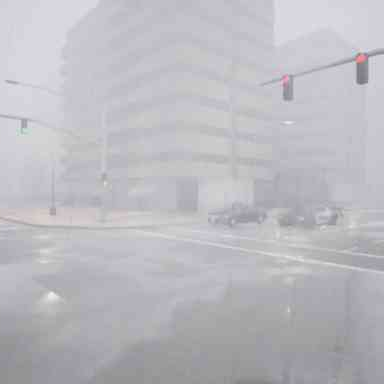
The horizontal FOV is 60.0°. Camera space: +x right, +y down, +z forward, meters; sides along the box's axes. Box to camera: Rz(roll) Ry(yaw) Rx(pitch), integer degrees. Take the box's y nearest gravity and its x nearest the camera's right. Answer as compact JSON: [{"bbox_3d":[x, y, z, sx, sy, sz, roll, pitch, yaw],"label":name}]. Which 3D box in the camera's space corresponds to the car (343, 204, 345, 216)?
[{"bbox_3d":[12.522,1.505,30.877,4.892,1.490,1.837,-1,1,-42],"label":"car"}]

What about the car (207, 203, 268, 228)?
[{"bbox_3d":[3.114,1.492,22.271,4.902,1.511,2.128,0,0,-42],"label":"car"}]

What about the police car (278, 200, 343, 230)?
[{"bbox_3d":[7.442,1.523,21.352,4.974,1.542,2.038,0,0,-42],"label":"police car"}]
